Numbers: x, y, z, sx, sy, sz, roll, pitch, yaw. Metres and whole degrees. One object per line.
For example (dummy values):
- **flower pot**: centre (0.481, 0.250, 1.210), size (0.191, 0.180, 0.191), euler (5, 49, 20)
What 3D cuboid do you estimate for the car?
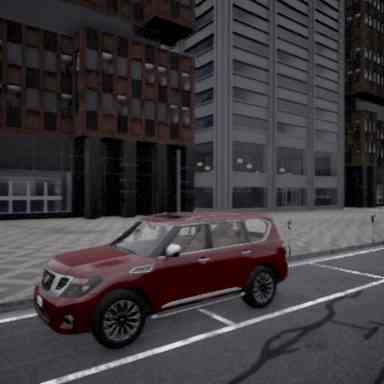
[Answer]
- **car**: centre (-0.241, 1.341, 6.483), size (5.009, 1.841, 2.192), euler (1, -1, -36)
